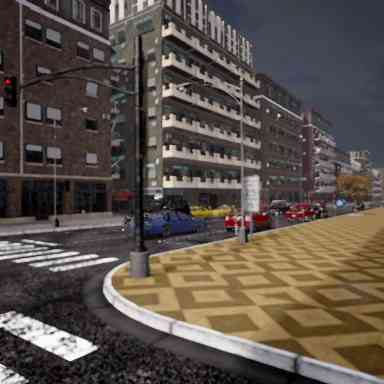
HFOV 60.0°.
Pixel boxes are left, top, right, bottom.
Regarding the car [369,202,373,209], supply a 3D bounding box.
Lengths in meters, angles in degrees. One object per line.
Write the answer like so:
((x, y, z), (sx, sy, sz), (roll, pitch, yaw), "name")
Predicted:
((36.297, 2.752, 68.656), (2.008, 1.369, 4.403), (-2, -2, 35), "car")

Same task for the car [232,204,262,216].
((6.811, 2.234, 41.017), (1.947, 1.339, 4.313), (-2, -2, 35), "car")

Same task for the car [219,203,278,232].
((3.907, 1.757, 22.372), (1.967, 1.590, 4.097), (-2, -2, 35), "car")

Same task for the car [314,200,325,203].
((26.241, 2.513, 68.797), (2.192, 1.841, 5.009), (-2, -2, 35), "car")

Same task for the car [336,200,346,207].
((39.100, 2.895, 87.250), (1.690, 1.788, 3.998), (-2, -2, 35), "car")

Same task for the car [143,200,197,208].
((-2.252, 1.558, 23.592), (2.150, 2.045, 5.566), (-1, -1, 35), "car")

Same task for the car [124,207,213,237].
((-1.271, 1.813, 19.755), (2.033, 1.411, 5.357), (-1, -1, 38), "car")

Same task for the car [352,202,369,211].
((29.819, 2.590, 59.399), (1.947, 1.339, 4.313), (-2, -2, 35), "car")

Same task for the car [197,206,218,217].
((0.235, 2.014, 31.622), (1.752, 1.417, 4.829), (-2, -2, 35), "car")

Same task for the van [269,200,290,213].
((13.286, 2.186, 50.281), (1.690, 1.788, 3.998), (-2, -2, 35), "van")

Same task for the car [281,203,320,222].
((10.386, 2.038, 31.627), (1.887, 1.381, 4.507), (-2, -2, 35), "car")

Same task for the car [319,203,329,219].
((13.625, 2.148, 36.255), (1.947, 1.339, 4.313), (-2, -2, 35), "car")

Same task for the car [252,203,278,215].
((10.049, 2.301, 45.646), (1.887, 1.381, 4.507), (-2, -2, 35), "car")

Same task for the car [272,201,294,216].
((11.055, 2.206, 42.545), (1.837, 1.490, 4.892), (-1, -2, 35), "car")
